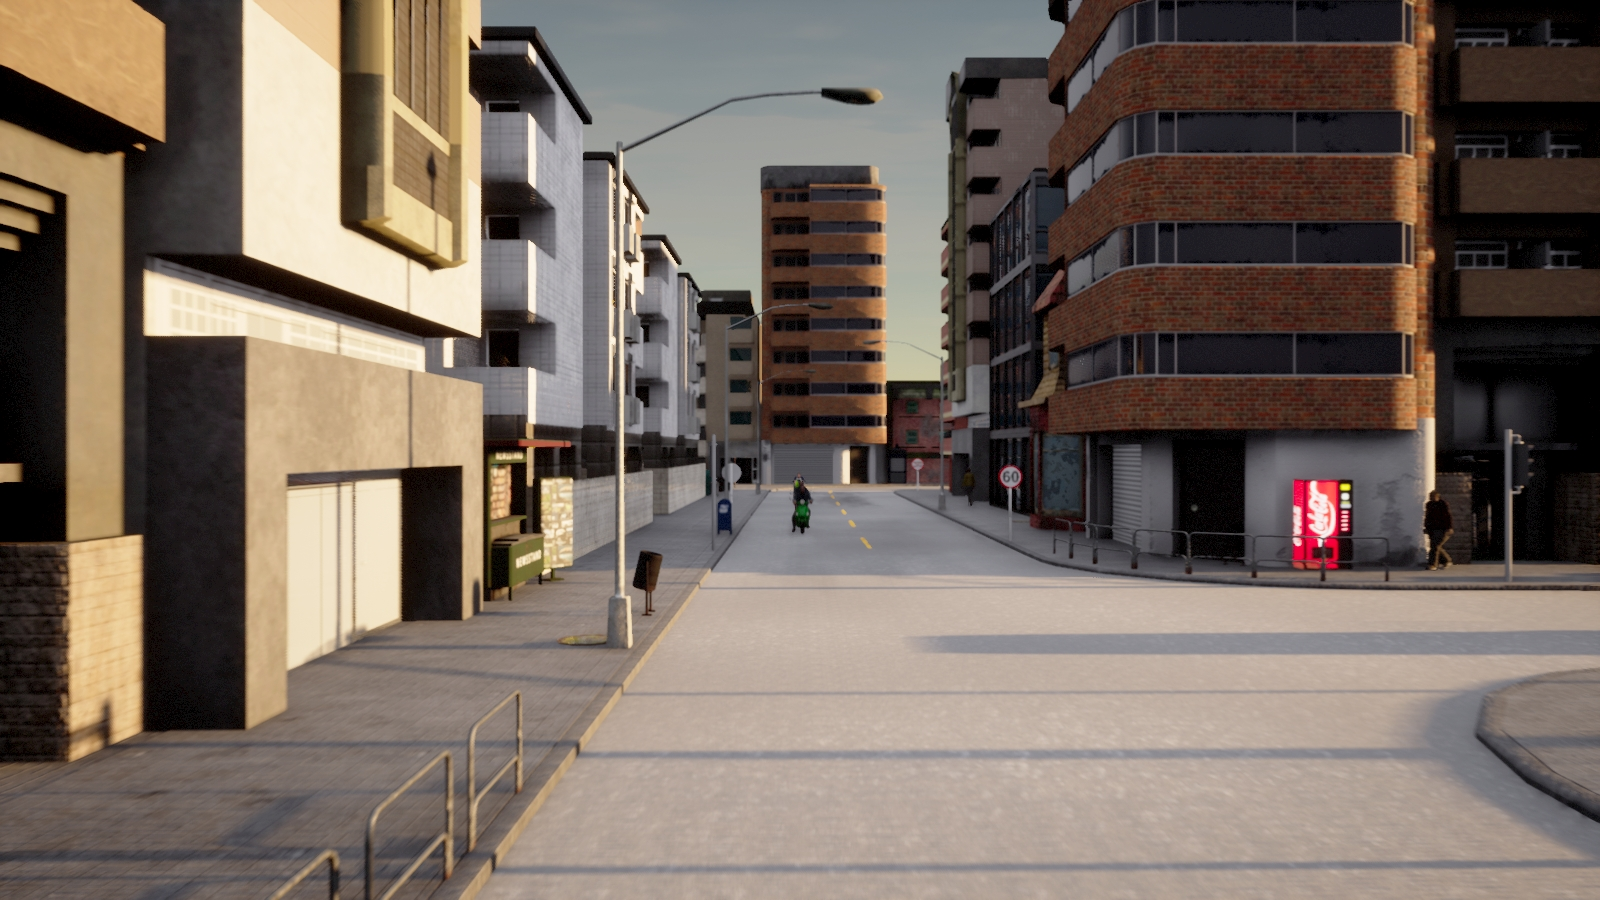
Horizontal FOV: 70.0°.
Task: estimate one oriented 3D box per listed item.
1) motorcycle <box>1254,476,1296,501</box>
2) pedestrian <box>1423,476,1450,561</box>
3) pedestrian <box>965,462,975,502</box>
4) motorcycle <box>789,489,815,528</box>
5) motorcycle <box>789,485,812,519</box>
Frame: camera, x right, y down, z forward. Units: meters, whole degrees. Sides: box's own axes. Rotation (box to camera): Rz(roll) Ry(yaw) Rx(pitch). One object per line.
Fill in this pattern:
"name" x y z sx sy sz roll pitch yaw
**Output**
"motorcycle" 24.402 1.962 58.733 1.805 1.236 0.856 0 0 2
"pedestrian" 14.182 1.516 25.461 0.375 1.860 0.375 0 0 -17
"pedestrian" 8.055 1.523 54.249 0.375 1.860 0.375 0 0 -8
"motorcycle" 0.069 1.962 38.675 0.856 1.236 1.805 0 0 0
"motorcycle" 0.029 1.962 43.521 0.856 1.236 1.805 0 0 0
